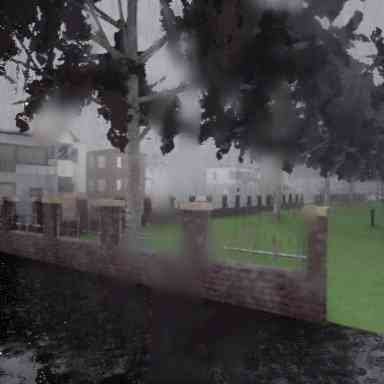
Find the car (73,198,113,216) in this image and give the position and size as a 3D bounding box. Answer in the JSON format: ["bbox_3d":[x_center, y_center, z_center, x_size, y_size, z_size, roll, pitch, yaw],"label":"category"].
[{"bbox_3d":[-8.565,1.298,30.667,2.128,1.511,4.902,1,1,34],"label":"car"}]
